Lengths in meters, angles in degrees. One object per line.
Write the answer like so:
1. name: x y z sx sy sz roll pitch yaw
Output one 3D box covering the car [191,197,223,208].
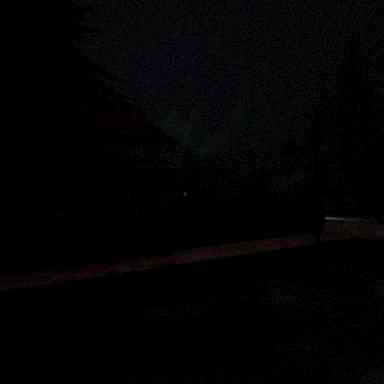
1. car: 1.934 1.363 44.540 1.812 1.442 4.674 0 0 -36
